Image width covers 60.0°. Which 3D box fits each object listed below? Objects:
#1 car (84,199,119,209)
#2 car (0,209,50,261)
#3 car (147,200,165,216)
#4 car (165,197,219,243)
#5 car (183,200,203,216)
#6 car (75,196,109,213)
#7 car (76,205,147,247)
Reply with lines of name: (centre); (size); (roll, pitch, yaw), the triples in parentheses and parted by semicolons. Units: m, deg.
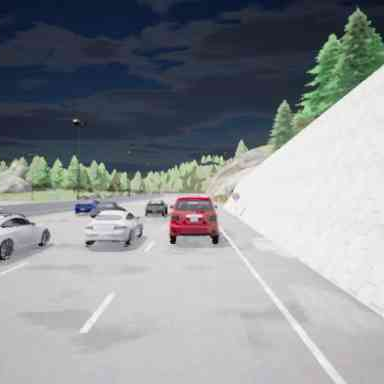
car: (-6.904, 1.566, 27.633); (2.033, 1.411, 5.357); (0, 0, 0)
car: (-6.910, 1.534, 12.112); (1.812, 1.442, 4.674); (0, 0, 0)
car: (-3.403, 1.514, 32.526); (2.128, 1.511, 4.902); (0, 0, 0)
car: (0.096, 1.233, 16.280); (2.150, 2.045, 5.566); (0, 0, 0)
car: (0.098, 1.549, 33.555); (1.812, 1.442, 4.674); (0, 0, 0)
car: (-10.402, 1.501, 34.083); (1.882, 1.535, 5.008); (0, 0, 0)
car: (-3.406, 1.536, 15.010); (1.812, 1.442, 4.674); (0, 0, 0)
